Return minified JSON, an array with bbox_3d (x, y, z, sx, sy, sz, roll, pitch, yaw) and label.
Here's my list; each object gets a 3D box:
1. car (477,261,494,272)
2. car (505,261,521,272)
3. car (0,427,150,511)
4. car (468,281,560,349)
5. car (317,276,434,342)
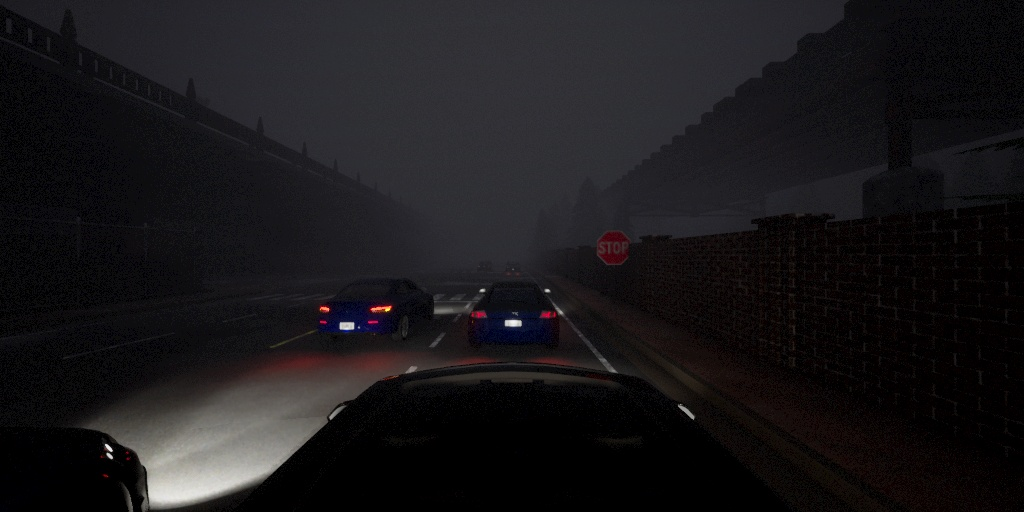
[{"bbox_3d":[-3.394,1.297,45.835,2.033,1.411,5.357,0,0,-1],"label":"car"},{"bbox_3d":[0.101,1.351,45.994,1.895,1.301,4.718,0,0,-1],"label":"car"},{"bbox_3d":[-3.398,1.314,0.602,1.994,1.385,4.181,0,0,0],"label":"car"},{"bbox_3d":[0.070,1.314,9.176,1.994,1.385,4.181,0,0,1],"label":"car"},{"bbox_3d":[-3.412,1.276,9.698,1.812,1.442,4.674,0,0,0],"label":"car"}]
